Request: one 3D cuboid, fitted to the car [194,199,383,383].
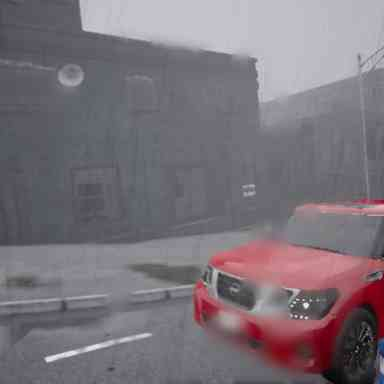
[{"bbox_3d":[2.691,1.177,5.590,5.566,2.045,2.150,0,1,-35],"label":"car"}]
